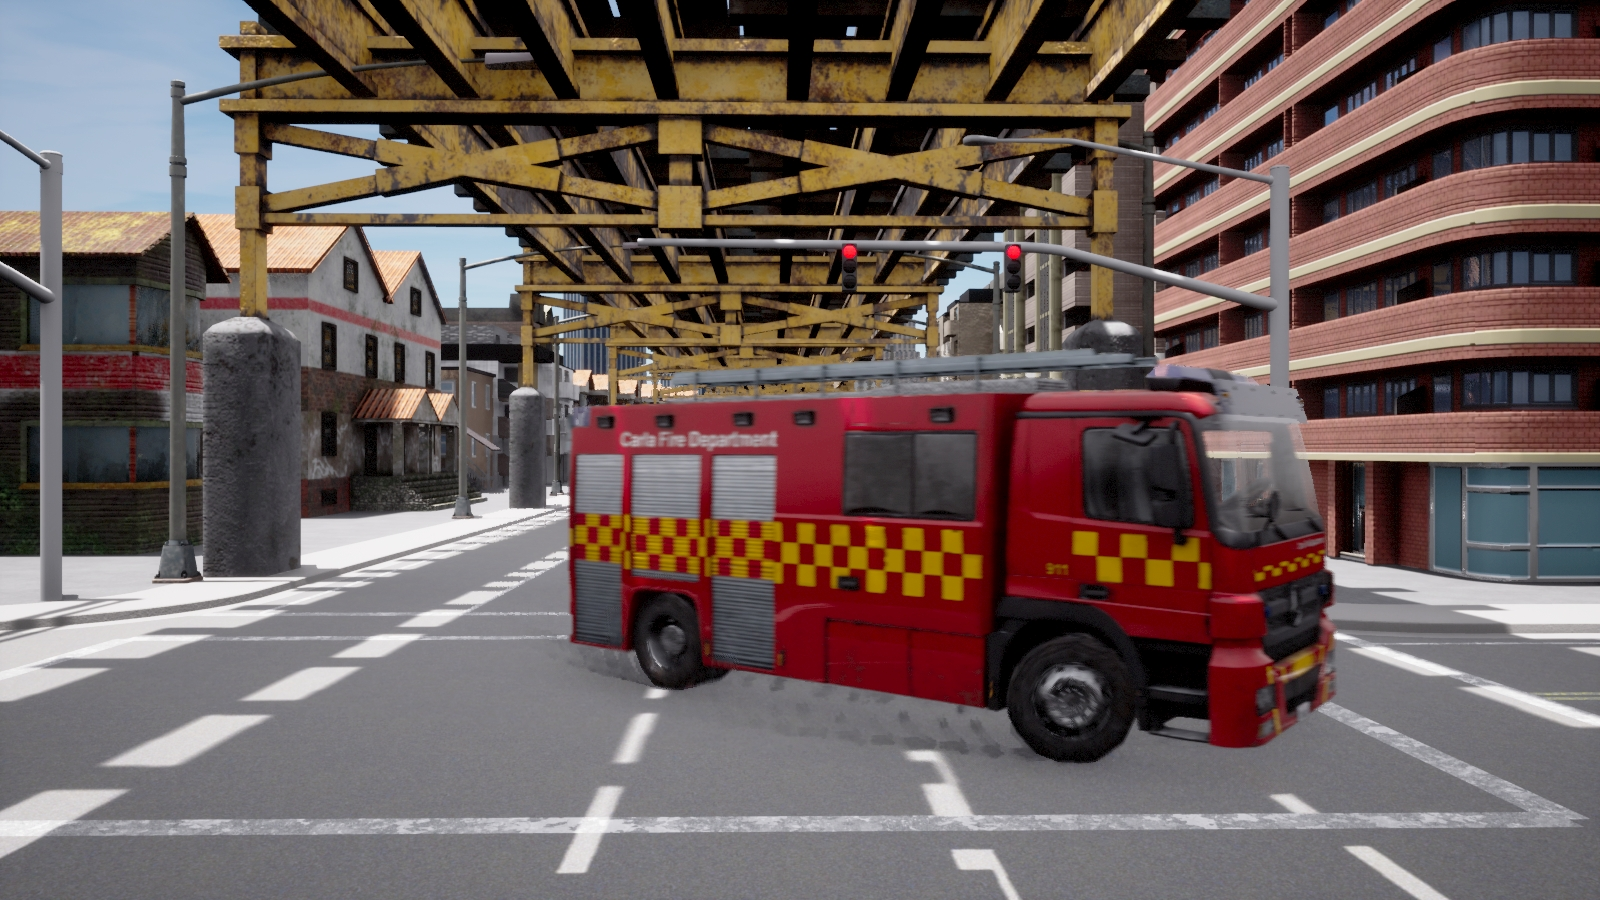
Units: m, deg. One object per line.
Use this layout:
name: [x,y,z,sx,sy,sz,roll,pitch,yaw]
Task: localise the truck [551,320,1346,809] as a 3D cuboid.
truck: [1.139,0.890,12.697,8.468,3.827,2.891,0,0,38]
